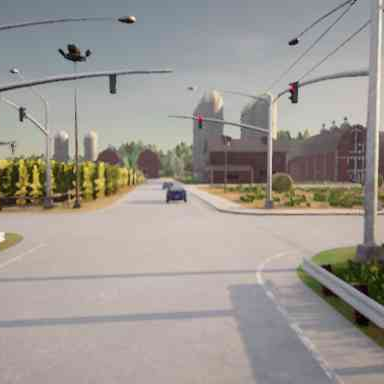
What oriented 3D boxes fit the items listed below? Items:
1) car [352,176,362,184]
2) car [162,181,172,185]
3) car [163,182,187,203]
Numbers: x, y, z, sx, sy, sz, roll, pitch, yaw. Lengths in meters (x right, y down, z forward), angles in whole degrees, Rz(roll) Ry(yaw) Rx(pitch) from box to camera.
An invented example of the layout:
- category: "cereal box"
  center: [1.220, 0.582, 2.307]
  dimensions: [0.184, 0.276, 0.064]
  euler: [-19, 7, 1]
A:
- category: "car"
  center: [41.265, -2.915, 82.336]
  dimensions: [1.905, 1.878, 3.866]
  euler: [10, 11, 40]
- category: "car"
  center: [-4.104, -1.183, 57.038]
  dimensions: [2.128, 1.511, 4.902]
  euler: [0, 3, -6]
- category: "car"
  center: [-1.531, 0.142, 31.848]
  dimensions: [1.882, 1.535, 5.008]
  euler: [0, 3, -5]
